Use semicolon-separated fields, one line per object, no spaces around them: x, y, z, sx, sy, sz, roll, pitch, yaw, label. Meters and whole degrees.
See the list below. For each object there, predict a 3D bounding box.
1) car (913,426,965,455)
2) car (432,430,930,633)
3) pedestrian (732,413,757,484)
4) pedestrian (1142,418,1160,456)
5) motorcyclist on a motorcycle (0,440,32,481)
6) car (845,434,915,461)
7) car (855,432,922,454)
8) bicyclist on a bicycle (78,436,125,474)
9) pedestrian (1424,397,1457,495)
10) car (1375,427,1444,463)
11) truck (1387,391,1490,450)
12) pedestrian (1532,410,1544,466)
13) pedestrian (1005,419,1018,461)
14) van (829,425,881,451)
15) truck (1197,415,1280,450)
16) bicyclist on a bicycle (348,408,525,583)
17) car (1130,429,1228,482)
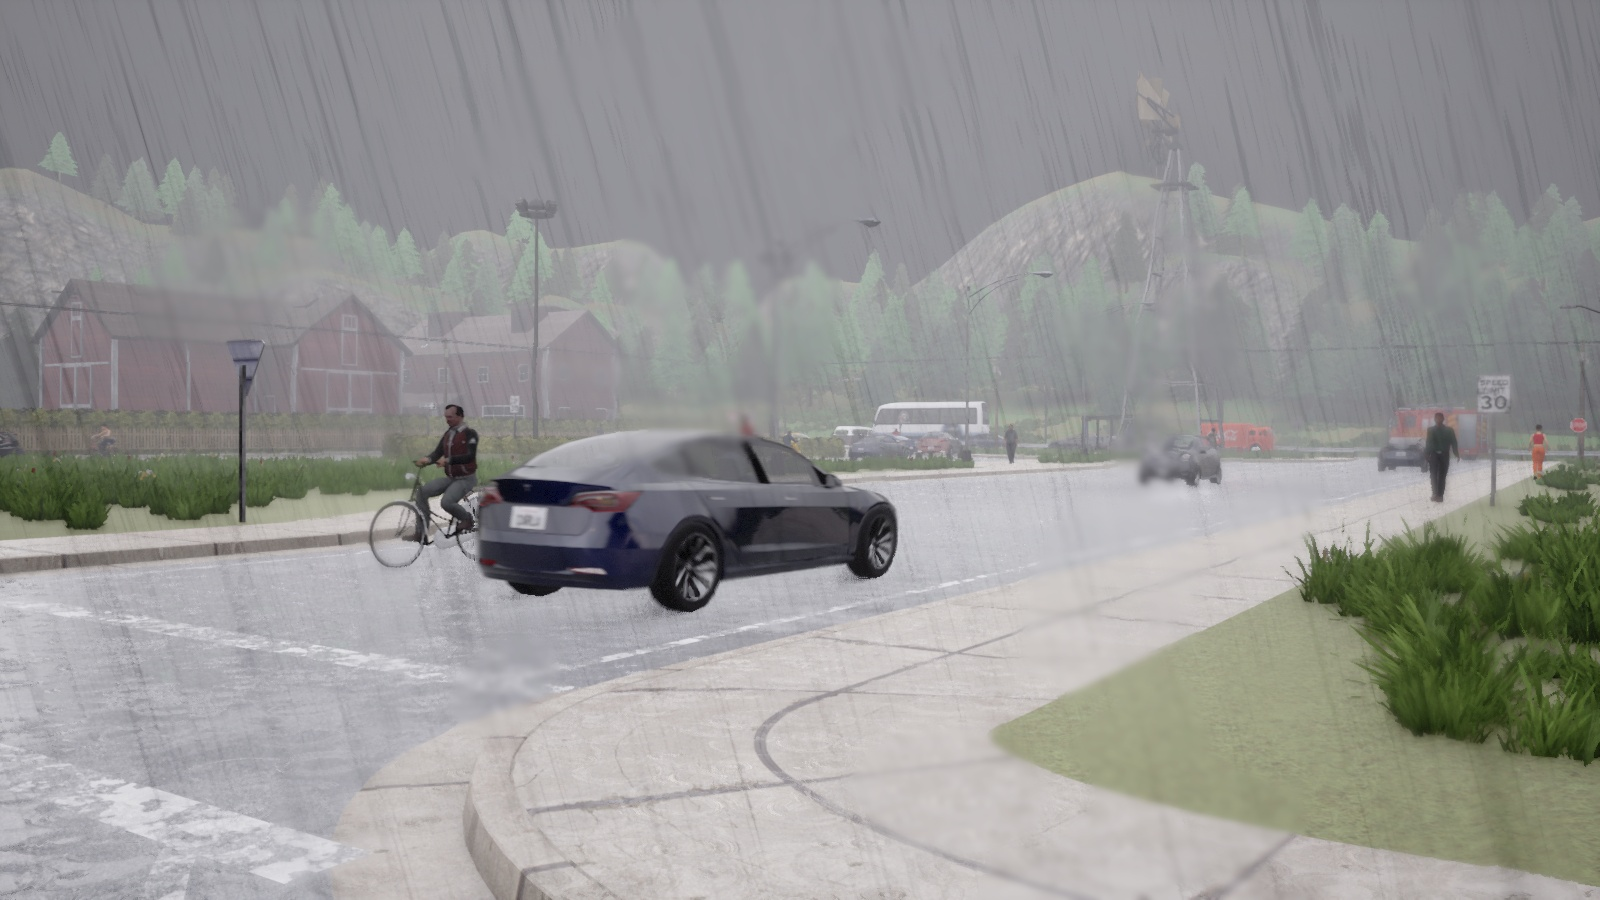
8.435;-0.603;75.951;2.152;1.651;5.027;0;1;18;car
-0.845;0.576;11.911;2.163;1.488;4.792;0;1;33;car
-1.441;-0.049;32.882;0.331;1.846;0.636;0;1;32;pedestrian
18.029;-0.657;64.502;0.659;1.952;0.873;0;1;32;pedestrian
-30.135;0.398;46.992;0.866;1.530;2.191;0;1;35;motorcyclist on a motorcycle
4.349;-0.171;67.931;1.994;1.385;4.181;0;1;33;car
5.948;-0.457;84.972;1.812;1.442;4.674;-1;1;-38;car
-29.903;0.205;53.741;0.866;1.612;1.509;0;1;34;bicyclist on a bicycle
12.963;-0.078;25.407;0.423;1.949;0.788;0;1;39;pedestrian
26.510;-0.254;54.549;2.163;1.488;4.792;0;1;33;car
43.548;-2.003;85.992;2.891;3.827;8.468;0;1;1;truck
24.383;-0.402;41.479;0.345;1.836;0.594;0;1;30;pedestrian
9.428;-0.459;56.096;0.540;1.848;0.694;0;1;11;pedestrian
4.376;-0.941;99.321;2.069;2.038;4.480;0;1;33;van
31.824;-1.287;91.120;5.204;2.467;2.627;0;1;34;truck
-3.914;0.451;13.667;0.659;1.776;1.843;0;1;33;bicyclist on a bicycle
11.330;0.132;37.399;1.845;1.501;3.633;0;1;33;car
